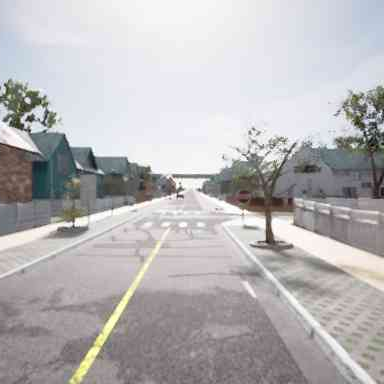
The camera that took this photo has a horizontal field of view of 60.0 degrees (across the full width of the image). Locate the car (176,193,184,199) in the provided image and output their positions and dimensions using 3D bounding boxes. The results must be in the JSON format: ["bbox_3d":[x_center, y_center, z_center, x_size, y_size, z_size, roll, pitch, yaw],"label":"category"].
[{"bbox_3d":[-2.742,0.924,76.354,1.895,1.301,4.718,0,0,0],"label":"car"}]

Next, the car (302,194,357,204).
[{"bbox_3d":[11.551,1.170,27.137,5.566,2.045,2.150,0,-1,-1],"label":"car"}]
